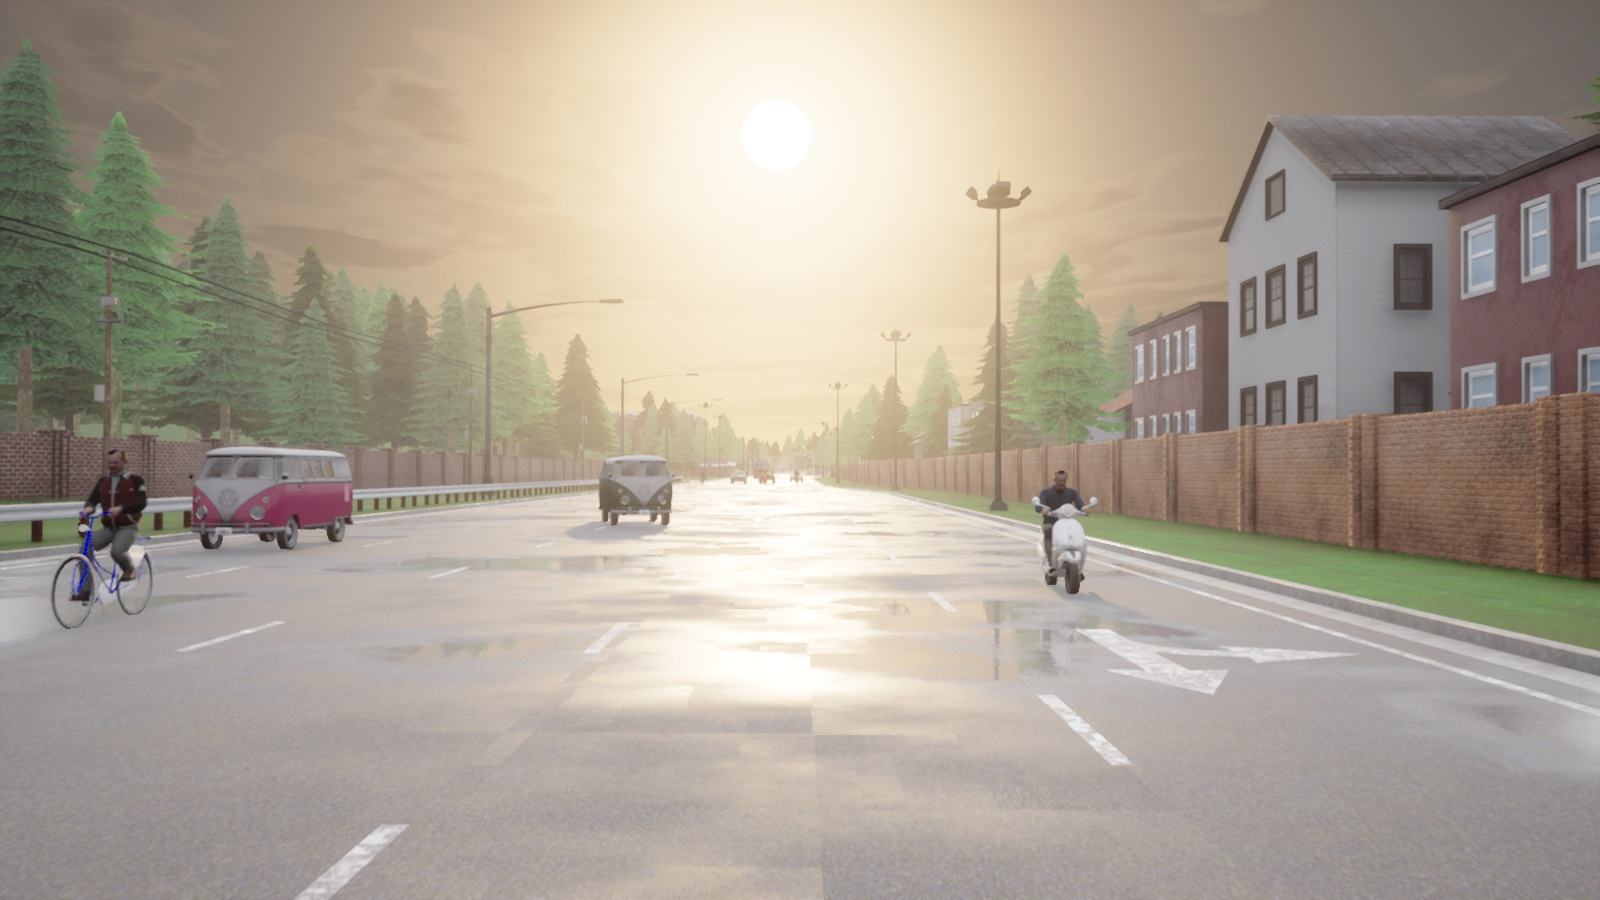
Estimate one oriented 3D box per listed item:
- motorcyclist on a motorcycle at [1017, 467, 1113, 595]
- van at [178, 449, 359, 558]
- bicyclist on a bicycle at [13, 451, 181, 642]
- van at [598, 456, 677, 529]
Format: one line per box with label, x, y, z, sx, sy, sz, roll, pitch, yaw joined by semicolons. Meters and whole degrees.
motorcyclist on a motorcycle;3.458;1.025;16.552;0.866;1.590;1.817;0;-1;0
van;-10.565;1.023;25.325;1.775;1.987;4.442;0;-1;0
bicyclist on a bicycle;-7.033;0.920;12.676;0.659;1.776;1.843;0;-1;0
van;-4.784;1.184;36.553;1.775;1.987;4.442;0;-1;-14
